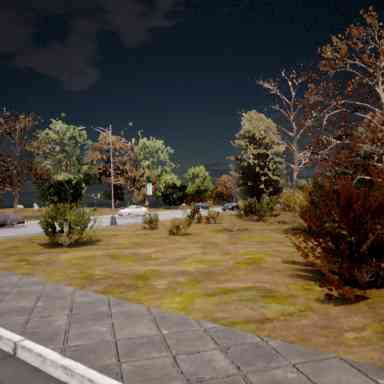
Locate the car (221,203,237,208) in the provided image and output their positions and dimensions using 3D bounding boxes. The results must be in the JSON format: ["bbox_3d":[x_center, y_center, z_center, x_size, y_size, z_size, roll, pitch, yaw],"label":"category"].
[{"bbox_3d":[6.300,2.313,51.018,1.895,1.301,4.718,-3,-2,32],"label":"car"}]

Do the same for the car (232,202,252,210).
[{"bbox_3d":[9.414,2.577,62.496,1.895,1.301,4.718,-3,-2,33],"label":"car"}]

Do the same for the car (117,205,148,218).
[{"bbox_3d":[-7.505,2.467,42.492,1.812,1.442,4.674,-3,-2,32],"label":"car"}]

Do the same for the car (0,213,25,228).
[{"bbox_3d":[-16.911,2.433,27.748,2.033,1.411,5.357,-3,-2,34],"label":"car"}]

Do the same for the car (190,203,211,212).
[{"bbox_3d":[1.477,2.600,56.696,1.837,1.490,4.892,-3,-2,32],"label":"car"}]
